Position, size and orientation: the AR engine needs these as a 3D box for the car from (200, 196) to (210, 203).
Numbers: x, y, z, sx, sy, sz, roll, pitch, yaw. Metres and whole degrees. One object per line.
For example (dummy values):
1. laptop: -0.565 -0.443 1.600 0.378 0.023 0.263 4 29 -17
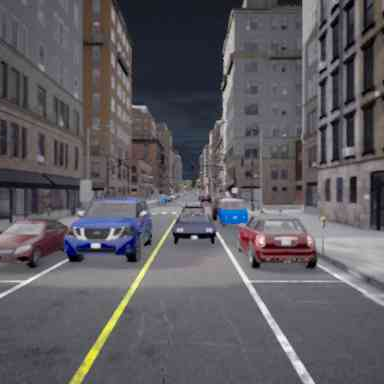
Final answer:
1. car: 2.713 1.537 70.570 2.008 1.369 4.403 0 0 0

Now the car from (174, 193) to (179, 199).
1. car: -5.382 1.504 92.026 1.752 1.417 4.829 0 0 0

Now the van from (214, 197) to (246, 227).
1. van: 2.641 1.340 22.281 1.690 1.788 3.998 0 0 0

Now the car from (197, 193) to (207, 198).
1. car: 2.717 1.303 65.164 2.192 1.841 5.009 0 0 0

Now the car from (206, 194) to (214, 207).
1. car: 2.642 1.313 27.793 2.192 1.841 5.009 0 0 0

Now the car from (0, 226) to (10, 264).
1. car: -5.387 1.545 5.750 1.887 1.381 4.507 0 0 0

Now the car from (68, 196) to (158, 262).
1. car: -2.767 1.226 12.409 2.150 2.045 5.566 0 0 1

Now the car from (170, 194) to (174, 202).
1. car: -5.391 1.552 70.570 1.947 1.339 4.313 0 0 0

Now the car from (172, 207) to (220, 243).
1. car: 0.104 1.601 16.046 1.895 1.301 4.718 0 0 0

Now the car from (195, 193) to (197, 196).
1. car: 2.701 1.295 86.789 2.192 1.841 5.009 0 0 0

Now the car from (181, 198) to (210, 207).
1. car: 0.107 1.490 27.162 2.128 1.511 4.902 0 0 0

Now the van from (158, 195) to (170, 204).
1. van: -5.396 1.331 59.758 1.690 1.788 3.998 0 0 0

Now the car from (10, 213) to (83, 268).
1. car: -5.386 1.582 11.261 1.802 1.307 4.206 0 0 0

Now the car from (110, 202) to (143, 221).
1. car: -5.382 1.564 27.794 1.947 1.339 4.313 0 0 0

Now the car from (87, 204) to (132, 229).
1. car: -5.384 1.544 22.283 1.887 1.381 4.507 0 0 0

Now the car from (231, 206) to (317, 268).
1. car: 2.639 1.440 11.260 1.967 1.590 4.097 0 0 0

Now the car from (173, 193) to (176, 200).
1. car: -5.389 1.529 75.976 1.887 1.381 4.507 0 0 0
